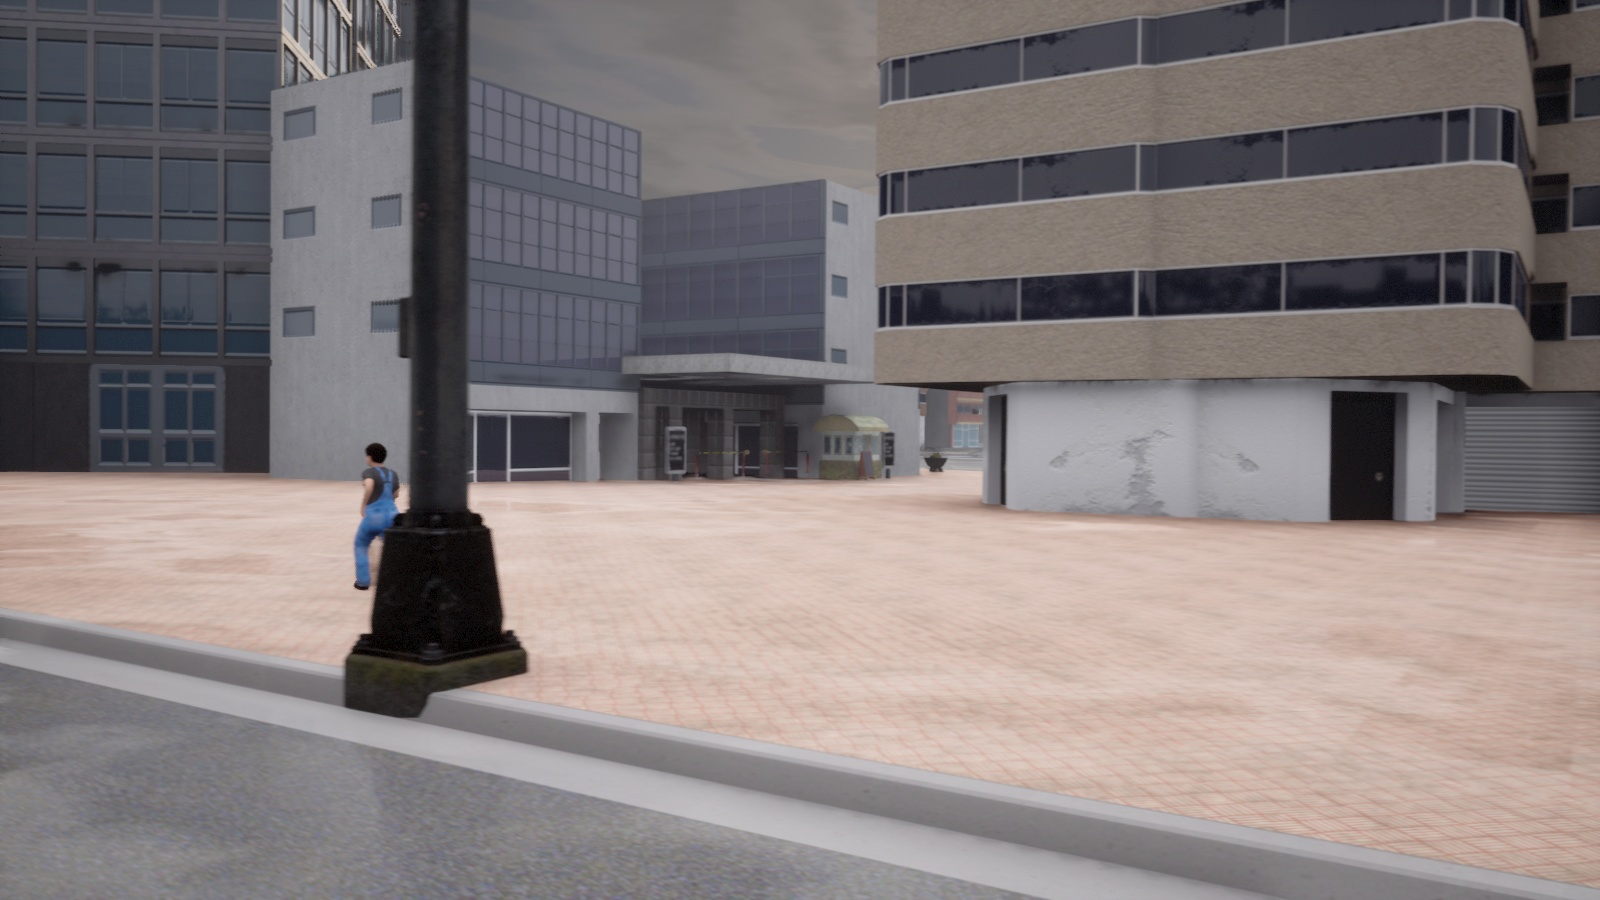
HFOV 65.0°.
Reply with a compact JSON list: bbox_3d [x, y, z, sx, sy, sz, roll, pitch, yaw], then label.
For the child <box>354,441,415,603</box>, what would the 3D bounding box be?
[{"bbox_3d":[-3.326,0.559,10.049,0.437,1.263,0.270,0,1,43],"label":"child"}]
